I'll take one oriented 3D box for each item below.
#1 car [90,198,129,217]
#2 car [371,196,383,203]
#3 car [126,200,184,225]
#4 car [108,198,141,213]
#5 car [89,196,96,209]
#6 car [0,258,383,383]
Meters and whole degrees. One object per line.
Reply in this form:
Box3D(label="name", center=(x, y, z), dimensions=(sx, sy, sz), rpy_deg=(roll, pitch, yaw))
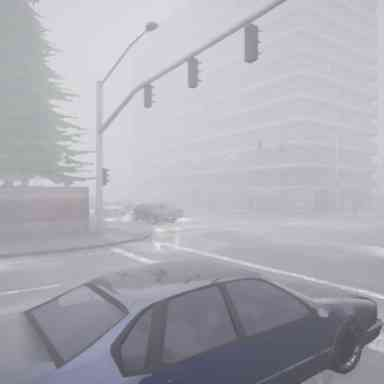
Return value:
Box3D(label="car", center=(-8.065, 1.594, 32.588), dimensions=(1.812, 1.442, 4.674), rpy_deg=(0, 0, -35))
Box3D(label="car", center=(38.466, 1.546, 70.784), dimensions=(1.994, 1.385, 4.181), rpy_deg=(0, 0, -26))
Box3D(label="car", center=(-2.924, 1.573, 25.243), dimensions=(1.837, 1.490, 4.892), rpy_deg=(0, 0, -35))
Box3D(label="car", center=(-7.842, 1.550, 38.339), dimensions=(1.882, 1.535, 5.008), rpy_deg=(0, 0, -35))
Box3D(label="car", center=(-13.921, 1.424, 47.046), dimensions=(2.097, 1.767, 4.553), rpy_deg=(0, 0, -34))
Box3D(label="car", center=(0.085, 1.550, 3.860), dimensions=(5.357, 1.411, 2.033), rpy_deg=(0, 0, -36))
